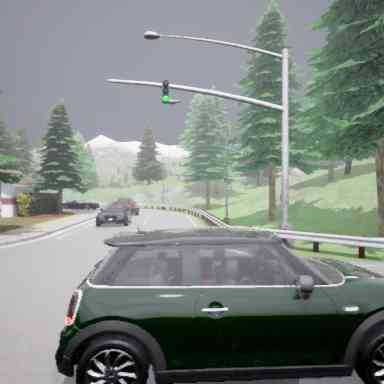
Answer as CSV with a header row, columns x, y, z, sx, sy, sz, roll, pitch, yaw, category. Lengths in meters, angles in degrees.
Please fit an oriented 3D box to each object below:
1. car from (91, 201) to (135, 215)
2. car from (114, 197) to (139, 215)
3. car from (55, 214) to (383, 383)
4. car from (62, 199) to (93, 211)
x,y,z,sx,sy,sz,roll,pitch,yaw,category
-5.249,1.529,22.700,1.994,1.385,4.181,0,0,-5,car
-6.578,1.304,32.436,2.097,1.767,4.553,0,0,-22,car
0.712,1.294,4.511,4.553,1.767,2.097,0,0,-4,car
-13.535,1.546,39.832,4.718,1.301,1.895,0,0,11,car
